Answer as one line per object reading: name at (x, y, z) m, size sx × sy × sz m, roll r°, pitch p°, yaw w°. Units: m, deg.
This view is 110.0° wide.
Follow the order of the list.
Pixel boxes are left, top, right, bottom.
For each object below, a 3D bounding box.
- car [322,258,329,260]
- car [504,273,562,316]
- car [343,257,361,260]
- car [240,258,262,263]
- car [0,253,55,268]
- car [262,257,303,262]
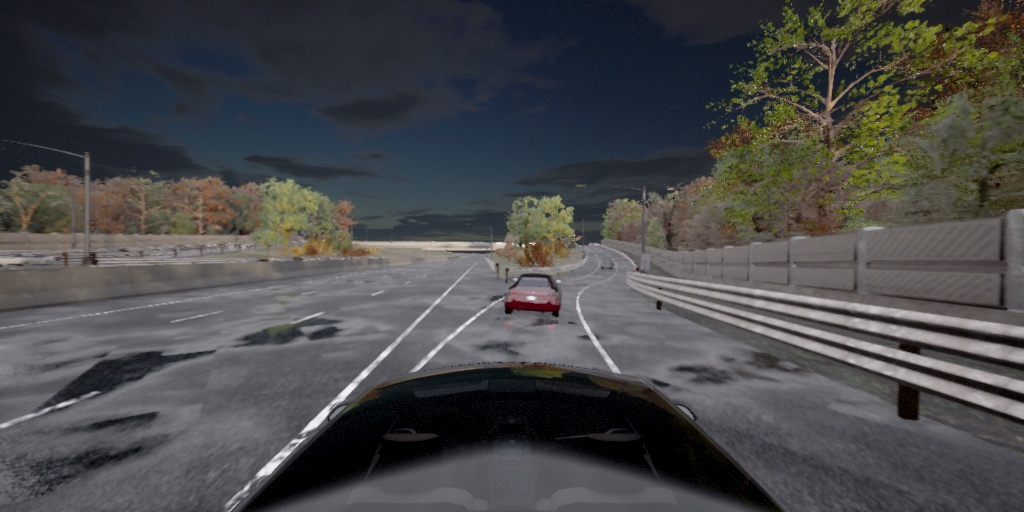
car at (-29.243, 1.066, 55.961) m, size 1.994 × 1.385 × 4.181 m, roll 1°, pitch 0°, yaw -4°
car at (0.942, 1.373, 13.997) m, size 1.994 × 1.385 × 4.181 m, roll 3°, pitch 0°, yaw 8°
car at (-25.733, 1.059, 55.926) m, size 1.812 × 1.442 × 4.674 m, roll 1°, pitch 0°, yaw -4°
car at (-27.951, 1.010, 38.974) m, size 1.837 × 1.490 × 4.892 m, roll 0°, pitch -1°, yaw -4°
car at (-44.512, 0.372, 32.669) m, size 1.895 × 1.301 × 4.718 m, roll 0°, pitch 1°, yaw -28°
car at (-24.454, 0.885, 39.115) m, size 2.097 × 1.767 × 4.553 m, roll 1°, pitch 0°, yaw -4°
